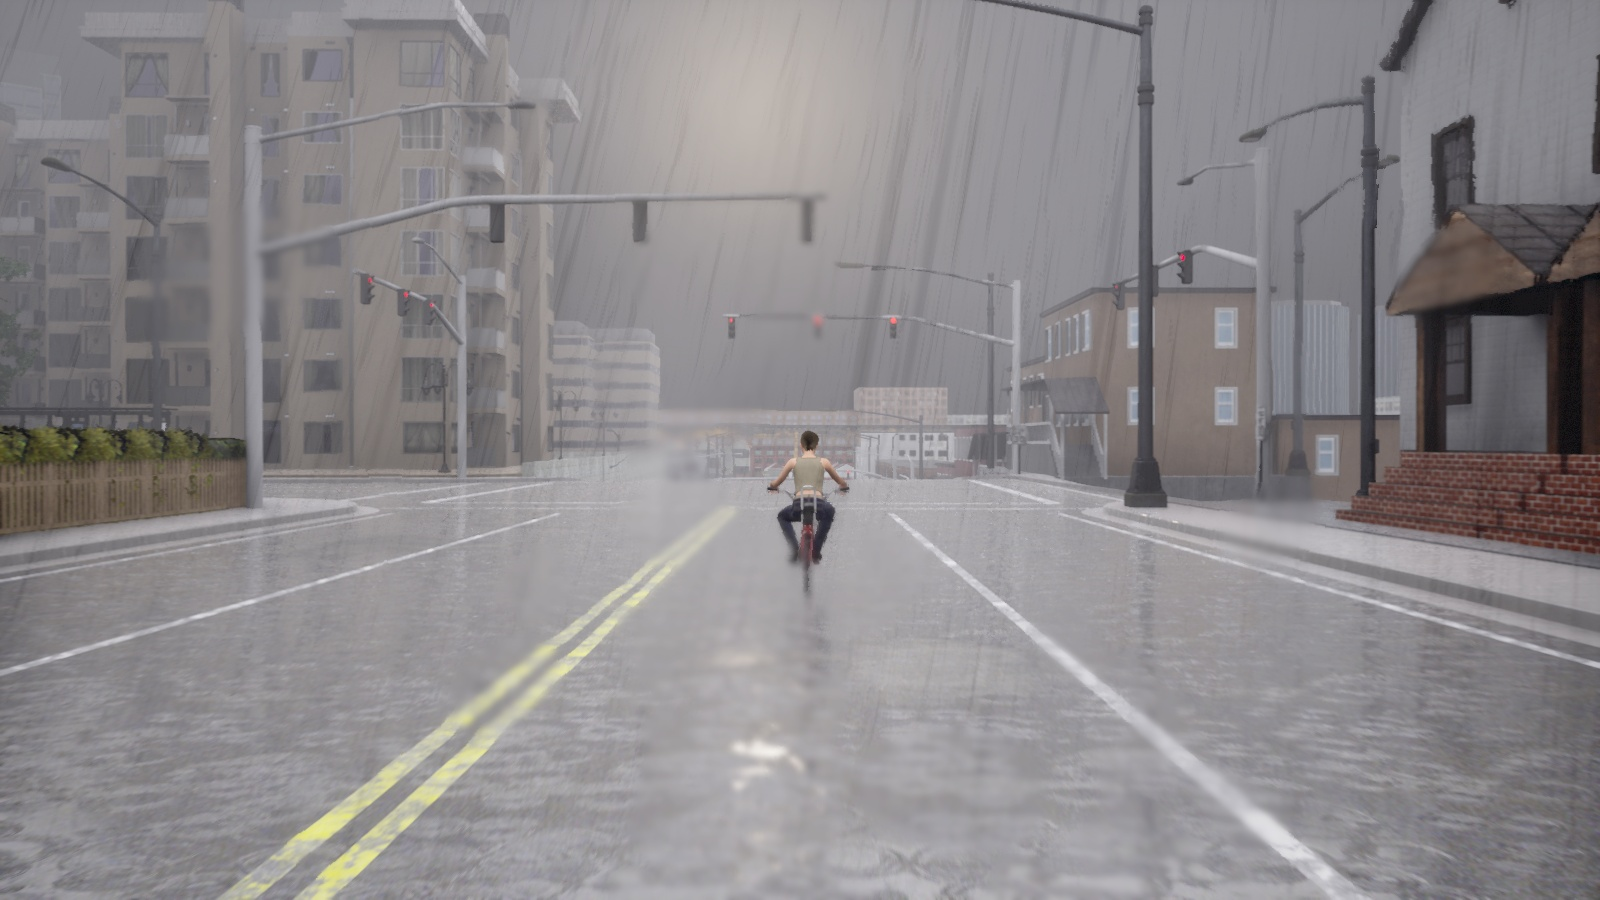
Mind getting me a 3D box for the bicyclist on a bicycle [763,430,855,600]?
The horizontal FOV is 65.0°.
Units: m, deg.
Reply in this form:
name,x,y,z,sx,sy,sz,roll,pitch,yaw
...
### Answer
name,x,y,z,sx,sy,sz,roll,pitch,yaw
bicyclist on a bicycle,0.088,0.612,12.654,0.866,1.612,1.509,0,0,0
